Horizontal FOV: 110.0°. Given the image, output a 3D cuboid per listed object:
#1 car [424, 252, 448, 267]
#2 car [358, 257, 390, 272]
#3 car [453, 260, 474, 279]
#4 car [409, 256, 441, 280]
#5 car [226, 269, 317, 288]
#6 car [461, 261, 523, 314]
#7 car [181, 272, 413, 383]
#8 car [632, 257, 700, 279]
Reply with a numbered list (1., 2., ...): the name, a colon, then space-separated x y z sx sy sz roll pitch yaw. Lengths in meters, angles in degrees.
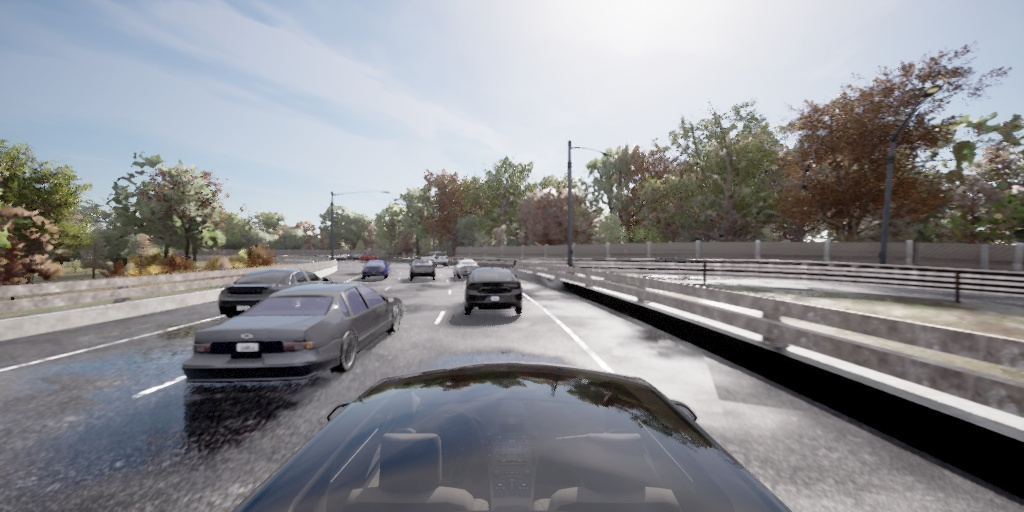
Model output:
1. car: -11.106 0.424 51.051 2.150 2.045 5.566 -1 1 -37
2. car: -10.753 1.059 28.547 1.812 1.442 4.674 0 1 -15
3. car: -3.716 1.025 29.247 1.812 1.442 4.674 0 1 -15
4. car: -6.964 1.017 27.869 2.128 1.511 4.902 0 1 -15
5. car: -7.697 1.182 12.308 1.837 1.490 4.892 0 0 -6
6. car: -0.786 1.119 13.338 1.882 1.535 5.008 0 0 -6
7. car: -3.723 1.258 7.360 2.033 1.411 5.357 0 1 -3
8. car: 11.831 0.858 27.860 4.892 1.490 1.837 0 1 36
